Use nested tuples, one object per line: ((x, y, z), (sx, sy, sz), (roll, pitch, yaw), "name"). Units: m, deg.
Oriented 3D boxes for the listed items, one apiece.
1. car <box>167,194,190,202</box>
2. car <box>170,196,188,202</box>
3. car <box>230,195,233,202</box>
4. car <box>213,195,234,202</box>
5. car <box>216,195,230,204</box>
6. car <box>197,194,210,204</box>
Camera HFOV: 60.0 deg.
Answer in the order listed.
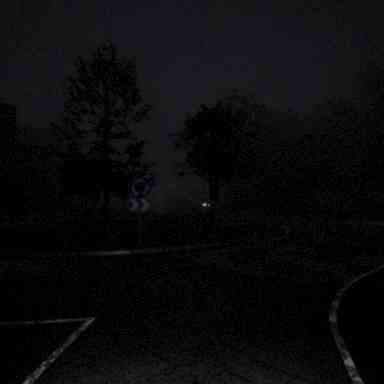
((-3.316, 1.709, 89.768), (5.566, 2.045, 2.435), (0, -1, -6), "car")
((-3.839, 2.008, 95.394), (5.008, 1.535, 2.097), (0, 0, -6), "car")
((9.429, 1.818, 88.246), (4.553, 1.767, 2.185), (0, 0, -6), "car")
((8.906, 1.750, 94.003), (5.566, 2.045, 2.435), (0, 0, -6), "car")
((6.226, 1.814, 71.113), (1.812, 1.442, 4.674), (0, -1, -6), "car")
((3.041, 1.807, 70.238), (2.128, 1.511, 4.902), (0, -1, -6), "car")
